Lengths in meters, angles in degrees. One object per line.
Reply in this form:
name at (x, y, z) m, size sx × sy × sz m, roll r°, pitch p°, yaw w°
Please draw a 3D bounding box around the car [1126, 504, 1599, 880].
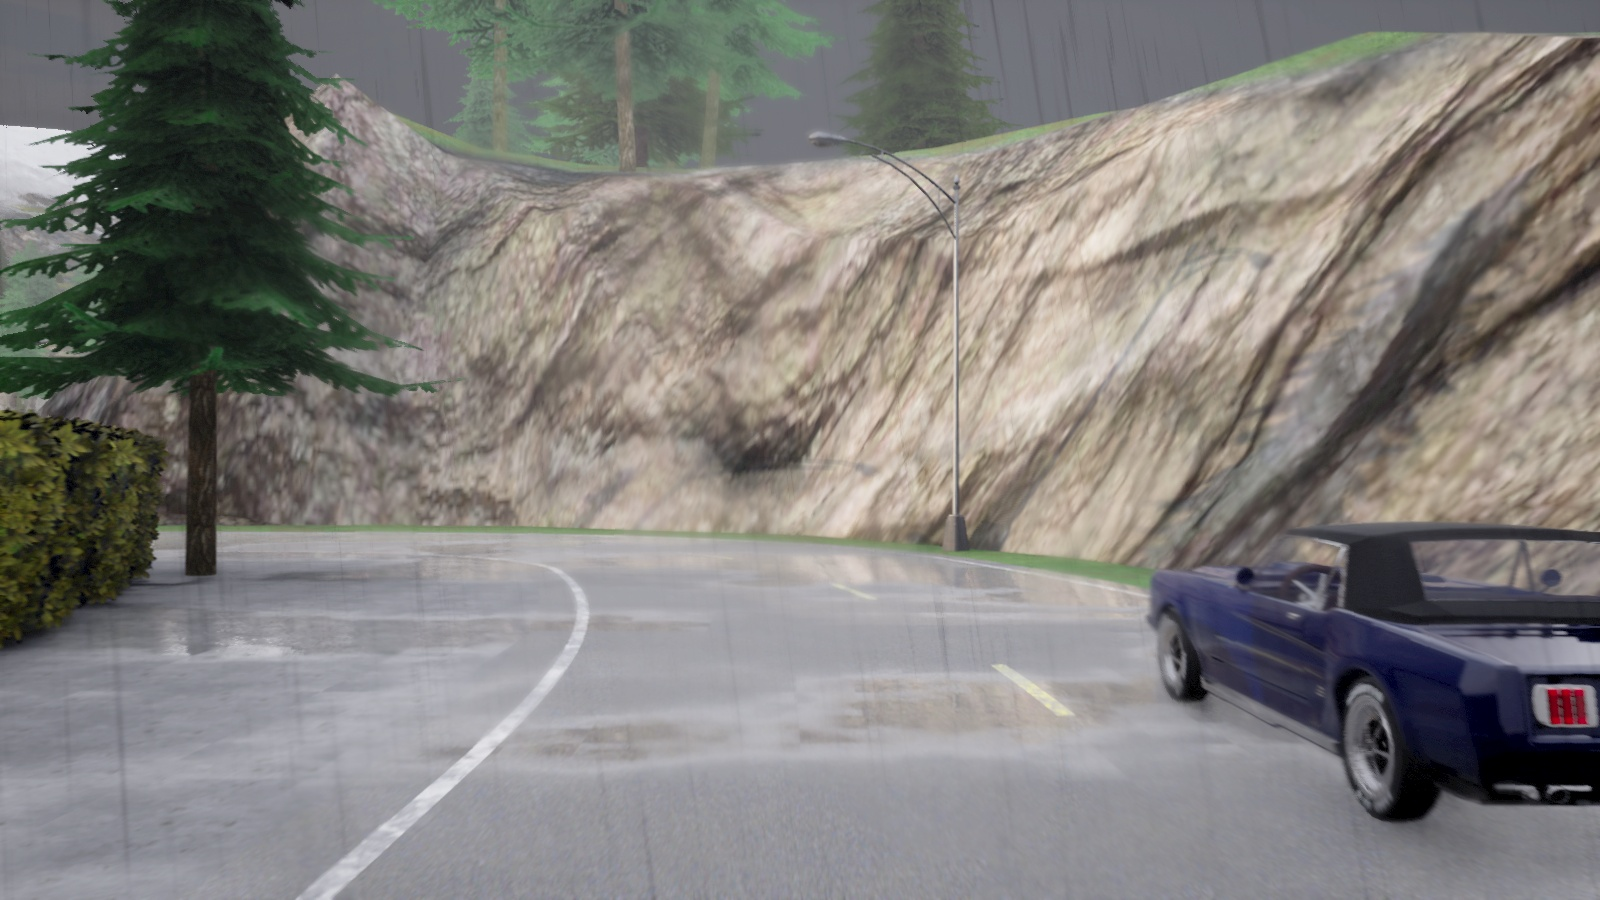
car at (3.457, 1.021, 7.160) m, size 1.895 × 1.301 × 4.718 m, roll 0°, pitch -1°, yaw -1°
